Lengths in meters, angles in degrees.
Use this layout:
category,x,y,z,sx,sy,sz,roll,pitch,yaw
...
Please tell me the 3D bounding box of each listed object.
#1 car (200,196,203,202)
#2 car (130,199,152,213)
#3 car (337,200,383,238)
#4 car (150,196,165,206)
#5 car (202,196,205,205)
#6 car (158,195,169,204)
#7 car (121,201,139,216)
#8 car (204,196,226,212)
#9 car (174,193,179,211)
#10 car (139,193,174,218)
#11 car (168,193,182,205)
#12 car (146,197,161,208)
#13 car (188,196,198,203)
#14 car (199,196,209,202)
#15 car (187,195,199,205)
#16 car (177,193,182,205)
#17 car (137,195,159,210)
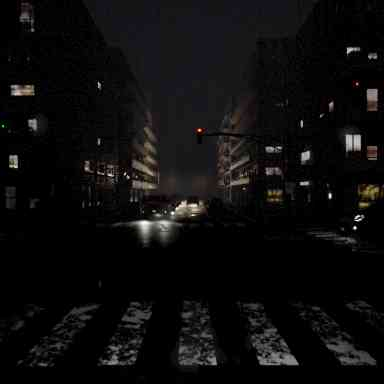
category,x,y,z,sx,sy,sz,roll,pitch,yaw
car,2.744,1.598,54.914,1.802,1.307,4.206,0,0,0
car,-5.654,1.533,37.703,1.752,1.417,4.829,0,0,0
car,9.426,1.148,15.875,4.553,1.767,2.097,-1,0,0
car,-5.637,1.457,54.921,1.967,1.590,4.097,0,0,0
car,2.732,1.451,43.549,1.967,1.590,4.097,0,0,0
car,-5.626,1.464,66.286,1.967,1.590,4.097,0,0,0
car,-5.659,1.572,32.190,1.947,1.339,4.313,0,0,0
car,2.727,1.448,37.867,1.967,1.590,4.097,0,0,0
car,-3.057,1.361,40.075,2.097,1.767,4.553,0,0,0
car,-3.089,1.227,30.163,2.150,2.045,5.566,0,0,1
car,-2.983,1.242,60.533,2.150,2.045,5.566,0,0,1
car,-5.643,1.539,49.068,1.752,1.417,4.829,0,0,0
car,0.118,1.571,70.657,2.033,1.411,5.357,0,0,0
car,2.765,1.584,77.644,2.008,1.369,4.403,0,0,0
car,0.160,1.372,57.983,2.097,1.767,4.553,0,0,0
car,-3.040,1.366,49.974,2.097,1.767,4.553,0,0,0
car,-5.648,1.326,43.556,2.192,1.841,5.009,0,0,0
